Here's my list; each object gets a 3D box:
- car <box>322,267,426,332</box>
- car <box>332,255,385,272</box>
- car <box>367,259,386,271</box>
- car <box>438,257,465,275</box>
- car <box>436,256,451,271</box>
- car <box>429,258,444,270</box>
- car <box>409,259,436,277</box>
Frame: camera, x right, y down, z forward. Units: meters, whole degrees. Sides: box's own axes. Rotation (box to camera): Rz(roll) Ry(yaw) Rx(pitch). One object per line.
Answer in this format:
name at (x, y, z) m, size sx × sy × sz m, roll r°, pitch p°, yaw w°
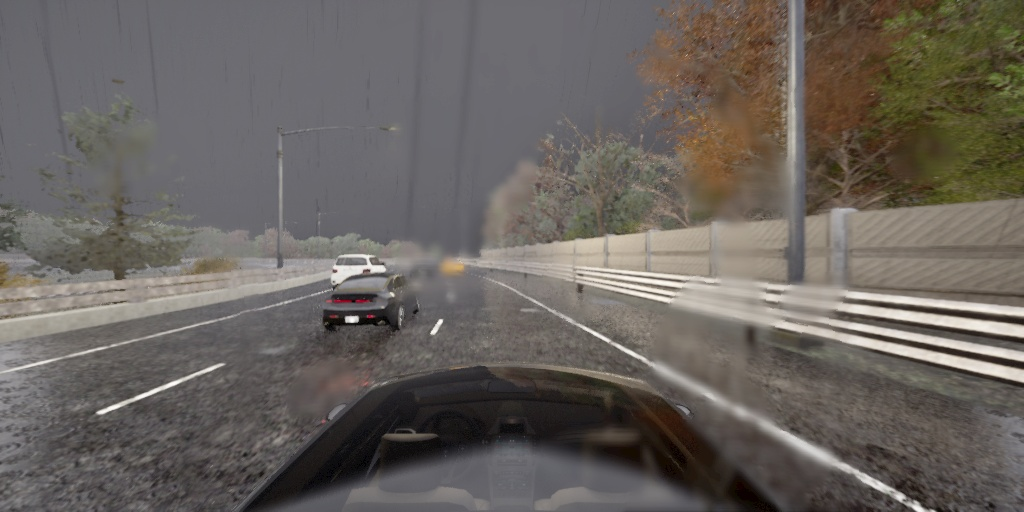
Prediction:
car at (-3.994, 1.246, 10.891) m, size 1.837 × 1.490 × 4.892 m, roll 0°, pitch 0°, yaw -5°
car at (-9.008, 0.955, 21.509) m, size 2.150 × 2.045 × 5.566 m, roll 0°, pitch 0°, yaw -10°
car at (-19.251, 1.222, 50.726) m, size 1.812 × 1.442 × 4.674 m, roll 0°, pitch 0°, yaw -30°
car at (-6.290, 1.156, 37.879) m, size 1.882 × 1.535 × 5.008 m, roll 0°, pitch 0°, yaw -18°
car at (-9.441, 1.170, 47.495) m, size 1.837 × 1.490 × 4.892 m, roll 0°, pitch 0°, yaw -18°
car at (-11.255, 1.135, 53.174) m, size 1.882 × 1.535 × 5.008 m, roll 0°, pitch 0°, yaw -15°
car at (-8.497, 1.204, 33.682) m, size 1.837 × 1.490 × 4.892 m, roll 0°, pitch 0°, yaw -17°
